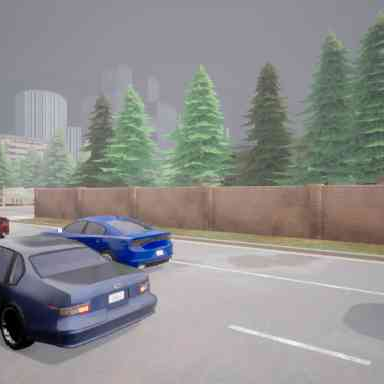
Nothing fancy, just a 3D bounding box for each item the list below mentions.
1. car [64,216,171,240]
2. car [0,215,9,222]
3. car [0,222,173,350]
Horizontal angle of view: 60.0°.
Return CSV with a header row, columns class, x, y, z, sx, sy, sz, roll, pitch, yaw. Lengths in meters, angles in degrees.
class,x,y,z,sx,sy,sz,roll,pitch,yaw
car,-2.880,1.478,10.345,5.008,1.535,1.882,0,0,35
car,-10.708,1.478,15.926,5.008,1.535,1.882,0,0,35
car,-3.126,1.547,6.214,5.357,1.411,2.033,0,0,35
